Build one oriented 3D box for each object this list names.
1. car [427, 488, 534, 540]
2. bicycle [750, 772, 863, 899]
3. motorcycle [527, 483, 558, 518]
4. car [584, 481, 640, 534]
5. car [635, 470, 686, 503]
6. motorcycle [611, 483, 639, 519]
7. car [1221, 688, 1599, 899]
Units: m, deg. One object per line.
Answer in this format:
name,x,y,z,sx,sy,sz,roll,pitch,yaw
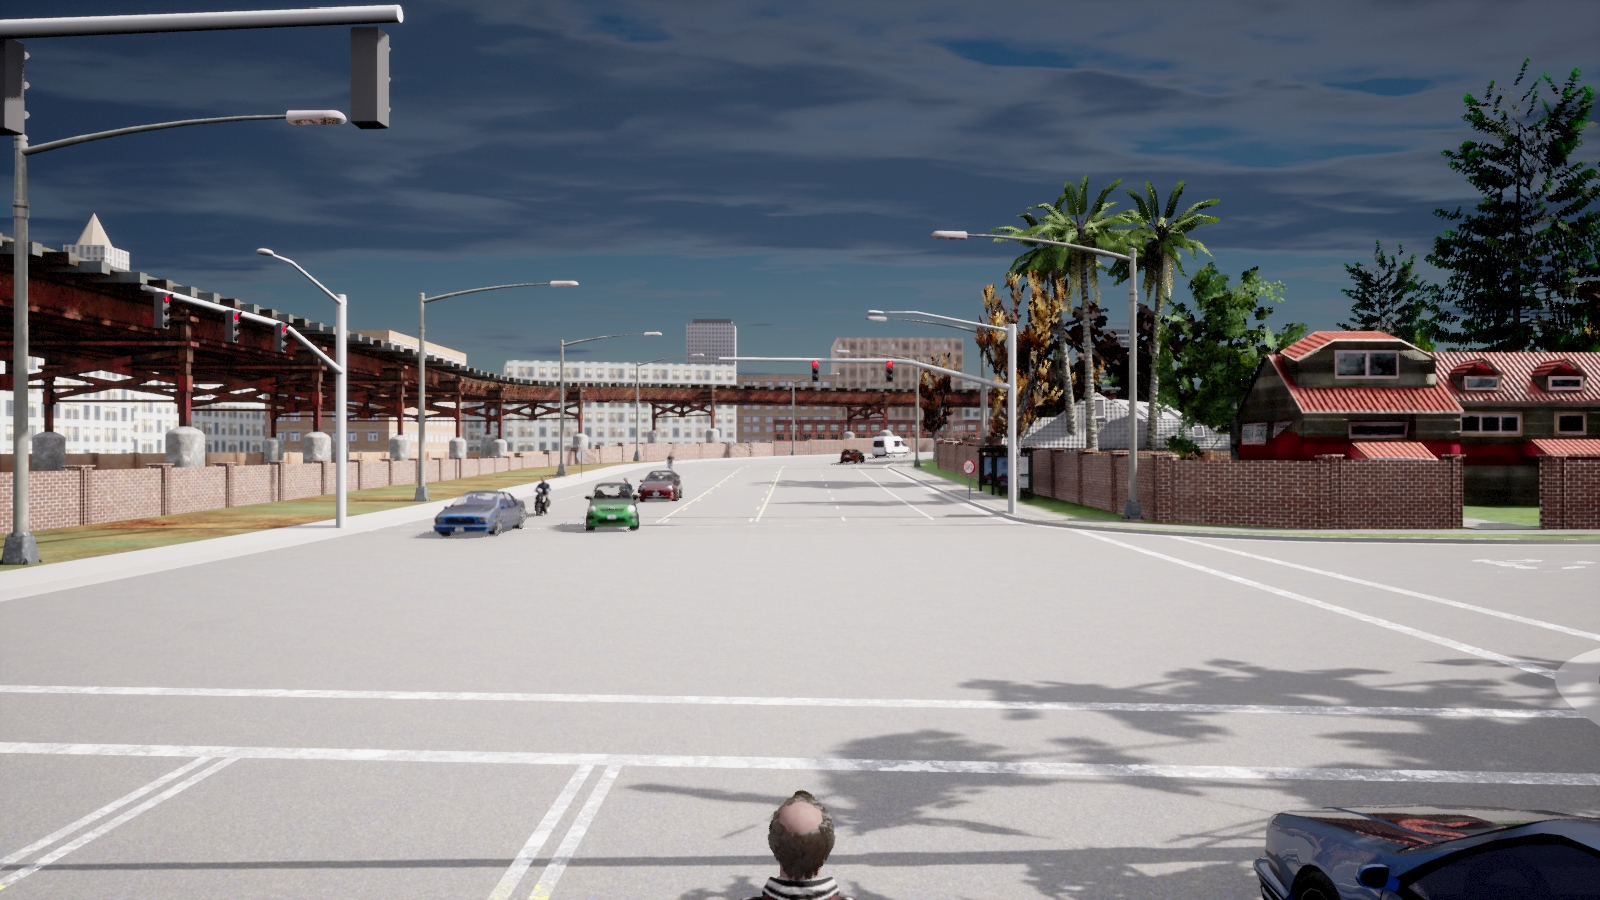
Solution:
car,-10.512,2.069,38.045,2.033,1.411,5.357,0,0,1
bicycle,0.019,2.048,3.681,0.329,1.496,1.835,0,0,0
motorcycle,-10.524,2.039,46.715,0.856,1.341,1.805,0,1,0
car,-6.548,1.953,39.732,1.851,1.617,3.988,0,0,-10
car,-7.040,1.820,58.059,2.007,1.525,4.514,0,1,0
motorcycle,-7.038,2.046,45.938,0.856,1.341,1.805,0,1,0
car,3.467,2.106,4.038,2.033,1.411,5.357,0,0,1
